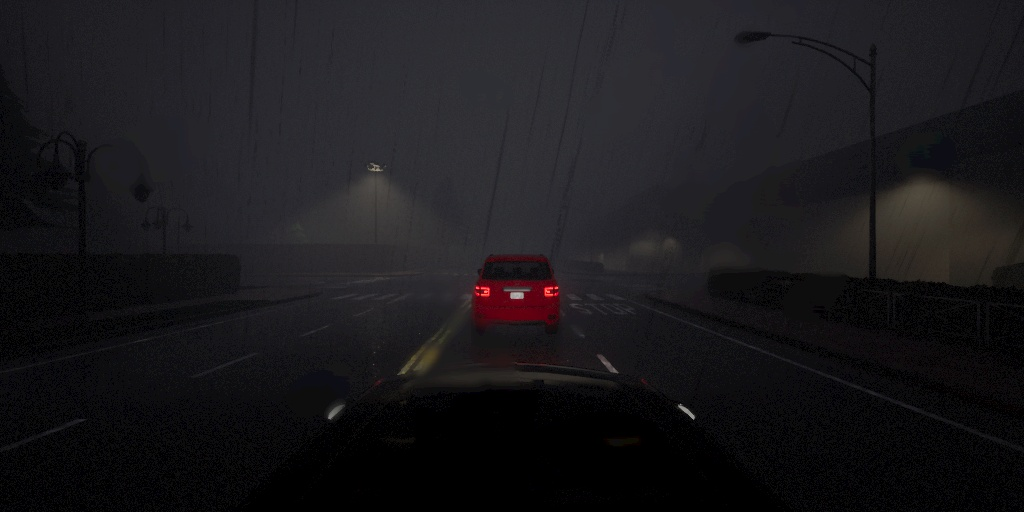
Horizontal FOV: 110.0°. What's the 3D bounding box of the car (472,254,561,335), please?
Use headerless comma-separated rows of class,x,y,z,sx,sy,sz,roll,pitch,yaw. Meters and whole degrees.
car,0.118,0.971,10.640,2.150,2.045,5.566,0,0,0

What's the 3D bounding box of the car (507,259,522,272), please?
car,0.346,1.228,46.118,1.882,1.535,5.008,0,0,1
